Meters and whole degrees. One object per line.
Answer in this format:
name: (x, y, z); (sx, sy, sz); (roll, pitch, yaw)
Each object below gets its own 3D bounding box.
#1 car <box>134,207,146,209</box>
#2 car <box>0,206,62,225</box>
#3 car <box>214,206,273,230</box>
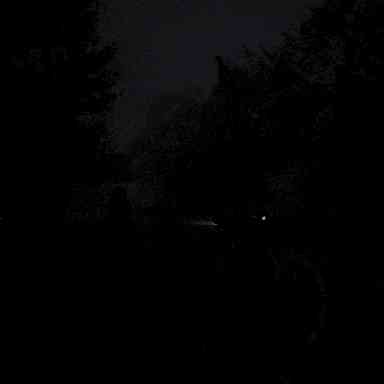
car: (-13.115, 4.270, 81.226); (2.033, 1.411, 5.357); (-1, -5, -3)
car: (-13.863, 1.894, 28.513); (5.008, 1.535, 1.882); (-1, -1, -10)
car: (3.262, 1.594, 21.892); (1.994, 1.385, 4.181); (-1, 0, -33)
